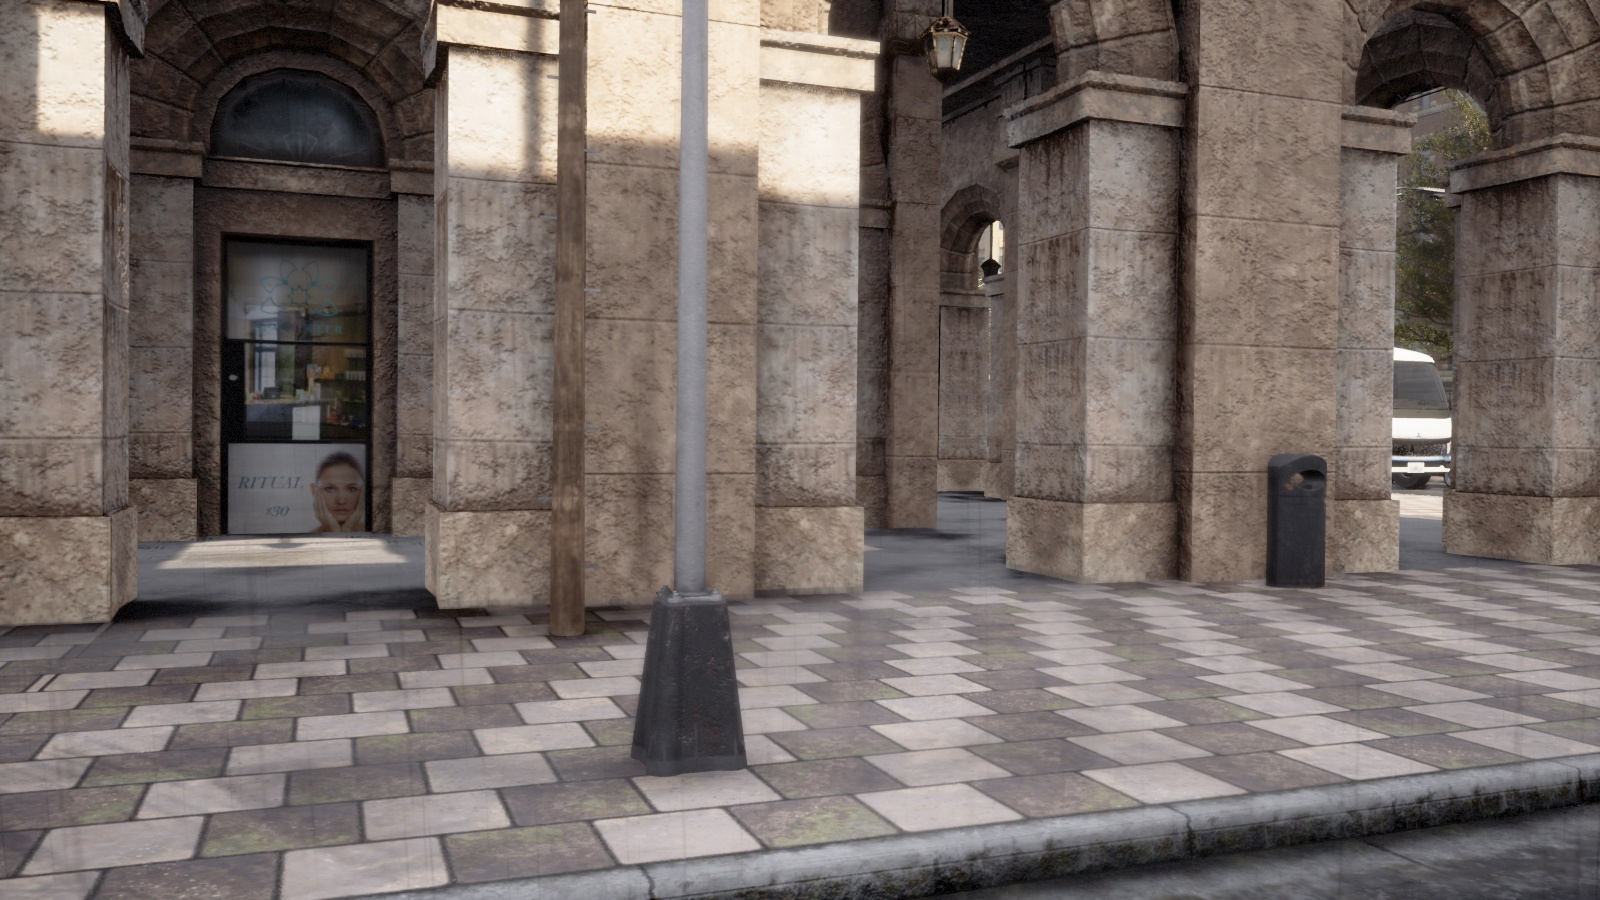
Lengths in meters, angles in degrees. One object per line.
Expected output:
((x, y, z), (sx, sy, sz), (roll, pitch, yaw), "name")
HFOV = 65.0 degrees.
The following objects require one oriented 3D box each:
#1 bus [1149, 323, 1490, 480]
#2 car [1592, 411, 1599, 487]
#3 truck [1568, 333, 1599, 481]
((15.800, -1.393, 39.535), (3.944, 4.253, 10.273), (-1, 1, -21), "bus")
((20.346, -0.014, 27.671), (2.097, 1.767, 4.553), (-1, 1, -20), "car")
((23.223, -1.103, 29.850), (2.891, 3.827, 8.468), (-1, 1, -21), "truck")
